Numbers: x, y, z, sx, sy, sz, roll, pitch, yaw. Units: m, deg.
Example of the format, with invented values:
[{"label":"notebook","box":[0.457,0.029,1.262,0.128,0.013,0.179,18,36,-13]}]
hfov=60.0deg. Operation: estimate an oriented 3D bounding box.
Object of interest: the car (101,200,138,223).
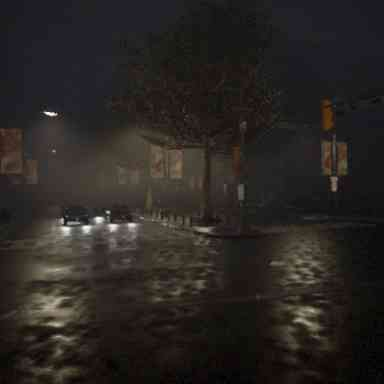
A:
[{"label":"car","box":[-6.403,1.769,28.935,1.837,1.490,4.892,-1,0,-22]}]

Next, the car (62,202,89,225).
[{"label":"car","box":[-9.473,1.818,27.177,1.812,1.442,4.674,-1,0,-21]}]

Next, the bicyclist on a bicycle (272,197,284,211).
[{"label":"bicyclist on a bicycle","box":[10.251,1.423,39.680,1.656,1.620,0.582,-1,0,-22]}]

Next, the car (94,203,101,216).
[{"label":"car","box":[-10.155,1.970,38.239,1.895,1.301,4.718,-1,0,-22]}]

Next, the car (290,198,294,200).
[{"label":"car","box":[22.733,1.617,70.151,1.895,1.301,4.718,-1,0,-22]}]

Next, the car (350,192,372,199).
[{"label":"car","box":[39.541,1.020,77.912,2.435,2.045,5.566,-1,0,-22]}]

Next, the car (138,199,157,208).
[{"label":"car","box":[-7.676,1.911,53.562,1.882,1.535,5.008,-1,0,-22]}]

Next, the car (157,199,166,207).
[{"label":"car","box":[-5.720,1.984,58.279,2.033,1.411,5.357,-1,-1,-21]}]

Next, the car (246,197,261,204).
[{"label":"car","box":[11.835,1.679,66.155,2.161,1.482,4.786,-1,0,-22]}]

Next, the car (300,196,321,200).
[{"label":"car","box":[20.254,1.420,56.417,2.002,1.452,4.674,-1,0,-22]}]
